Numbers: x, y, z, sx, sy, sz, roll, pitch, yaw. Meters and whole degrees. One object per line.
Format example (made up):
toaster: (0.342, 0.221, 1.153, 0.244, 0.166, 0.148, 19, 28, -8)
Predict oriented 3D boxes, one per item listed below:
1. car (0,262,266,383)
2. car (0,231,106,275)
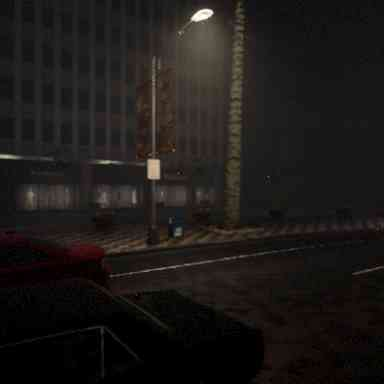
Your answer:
car: (-1.676, 1.591, 2.784, 4.718, 1.301, 1.895, 0, 0, -35)
car: (-3.893, 1.459, 5.468, 5.008, 1.535, 1.882, 0, 0, -34)
